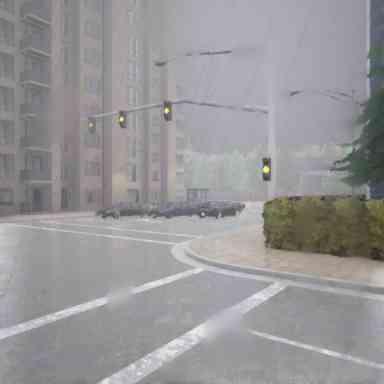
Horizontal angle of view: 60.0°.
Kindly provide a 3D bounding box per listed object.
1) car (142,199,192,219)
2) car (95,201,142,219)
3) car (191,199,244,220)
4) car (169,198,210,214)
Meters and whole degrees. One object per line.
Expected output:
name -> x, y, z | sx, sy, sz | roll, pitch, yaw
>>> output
car -> -1.579, 1.547, 29.389 | 2.033, 1.411, 5.357 | 0, 0, 36
car -> -5.915, 1.546, 29.383 | 2.033, 1.411, 5.357 | 0, 0, 36
car -> 2.308, 1.504, 28.444 | 1.837, 1.490, 4.892 | 0, 0, 36
car -> -0.223, 1.490, 37.181 | 2.128, 1.511, 4.902 | 0, 0, 36
